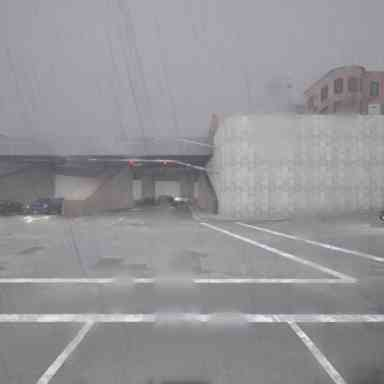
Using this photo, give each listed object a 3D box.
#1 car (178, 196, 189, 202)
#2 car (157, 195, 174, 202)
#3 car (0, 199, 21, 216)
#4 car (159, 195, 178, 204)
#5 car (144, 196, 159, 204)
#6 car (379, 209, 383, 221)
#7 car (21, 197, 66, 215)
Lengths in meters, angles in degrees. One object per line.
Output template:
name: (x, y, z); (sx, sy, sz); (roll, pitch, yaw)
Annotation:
car: (-2.287, 1.524, 75.182); (1.812, 1.442, 4.674); (0, 0, 28)
car: (-5.967, 1.500, 75.436); (1.837, 1.490, 4.892); (0, 0, 24)
car: (-18.332, 1.491, 32.688); (2.128, 1.511, 4.902); (0, 0, -2)
car: (-4.591, 1.491, 65.168); (2.128, 1.511, 4.902); (0, 0, 4)
car: (-8.112, 1.547, 65.004); (2.033, 1.411, 5.357); (0, 0, 4)
car: (12.783, 0.873, 18.231); (4.674, 1.442, 1.812); (-7, 0, -1)
car: (-14.859, 1.352, 33.634); (2.097, 1.767, 4.553); (0, 0, -2)
